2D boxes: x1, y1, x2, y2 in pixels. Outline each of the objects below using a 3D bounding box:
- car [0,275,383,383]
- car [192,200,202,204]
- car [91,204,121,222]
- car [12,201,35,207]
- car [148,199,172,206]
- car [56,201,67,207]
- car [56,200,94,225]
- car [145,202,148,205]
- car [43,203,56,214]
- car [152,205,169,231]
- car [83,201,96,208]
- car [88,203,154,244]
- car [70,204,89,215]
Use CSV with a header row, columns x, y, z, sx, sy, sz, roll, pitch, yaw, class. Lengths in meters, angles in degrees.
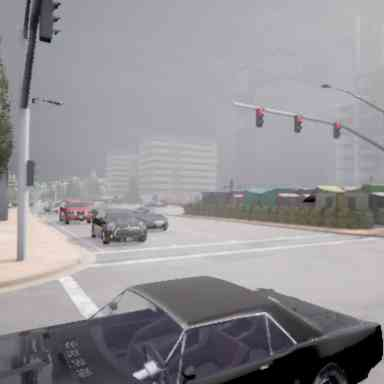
x,y,z,sx,sy,sz,roll,pitch,yaw,class
-0.290,1.667,3.319,4.718,1.301,1.895,1,-1,-31,car
2.664,2.316,58.868,3.866,1.878,1.905,1,-1,-30,car
-9.008,2.123,34.506,1.882,1.535,5.008,1,-1,-29,car
-41.519,2.918,81.882,5.008,1.535,1.882,0,-1,-15,car
-7.217,2.613,75.820,3.866,1.878,1.905,1,-1,-30,car
-34.258,3.061,86.944,1.882,1.535,5.008,1,-1,-31,car
-10.517,1.774,29.967,2.150,2.045,5.566,1,-1,-29,car
-8.622,2.655,78.350,4.605,1.855,1.932,1,-1,-30,car
-20.407,2.367,48.222,2.128,1.511,4.902,1,-1,-28,car
-3.295,1.952,24.045,2.128,1.511,4.902,1,-1,-29,car
-23.160,2.726,74.988,1.837,1.490,4.892,1,-1,-30,car
-3.960,1.689,17.802,2.097,1.767,4.553,1,-1,-27,car
-16.059,2.400,47.507,1.812,1.442,4.674,1,-1,-28,car
